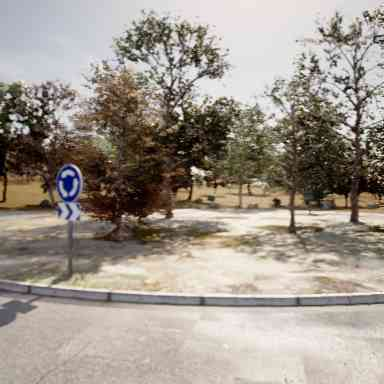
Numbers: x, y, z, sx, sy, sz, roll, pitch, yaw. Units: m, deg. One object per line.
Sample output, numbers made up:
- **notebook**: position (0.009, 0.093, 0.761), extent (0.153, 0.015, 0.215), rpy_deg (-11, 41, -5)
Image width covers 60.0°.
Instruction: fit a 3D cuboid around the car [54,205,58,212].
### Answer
- **car**: position (-11.834, 1.488, 34.985), extent (4.902, 1.511, 2.128), rpy_deg (0, 0, -43)
